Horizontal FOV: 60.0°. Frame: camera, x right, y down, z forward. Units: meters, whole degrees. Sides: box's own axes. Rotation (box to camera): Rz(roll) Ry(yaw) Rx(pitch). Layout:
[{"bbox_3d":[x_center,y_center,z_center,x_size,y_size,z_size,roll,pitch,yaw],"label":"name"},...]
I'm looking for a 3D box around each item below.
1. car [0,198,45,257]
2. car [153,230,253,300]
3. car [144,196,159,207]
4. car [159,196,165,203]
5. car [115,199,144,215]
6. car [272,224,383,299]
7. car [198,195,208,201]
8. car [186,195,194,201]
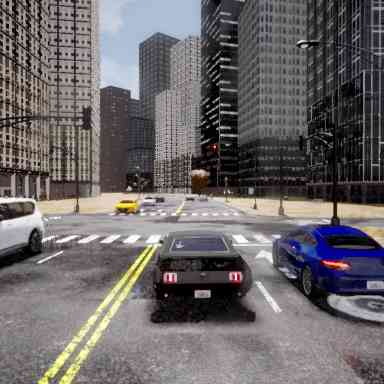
[{"bbox_3d":[-6.595,1.217,10.265,2.150,2.045,5.566,0,0,0],"label":"car"},{"bbox_3d":[0.104,1.598,8.367,1.895,1.301,4.718,0,0,-3],"label":"car"},{"bbox_3d":[-6.567,1.471,51.147,1.812,1.442,4.674,0,0,0],"label":"car"},{"bbox_3d":[-6.553,1.476,66.834,1.994,1.385,4.181,0,0,0],"label":"car"},{"bbox_3d":[-6.579,1.454,34.265,1.882,1.535,5.008,0,0,0],"label":"car"},{"bbox_3d":[3.347,1.523,8.338,1.812,1.442,4.674,0,0,1],"label":"car"},{"bbox_3d":[2.746,1.397,80.640,1.812,1.442,4.674,0,0,-4],"label":"car"},{"bbox_3d":[-0.503,1.469,80.524,1.895,1.301,4.718,0,0,-4],"label":"car"}]
